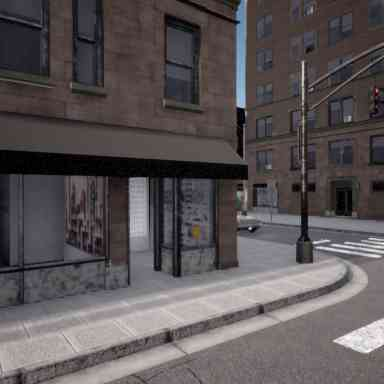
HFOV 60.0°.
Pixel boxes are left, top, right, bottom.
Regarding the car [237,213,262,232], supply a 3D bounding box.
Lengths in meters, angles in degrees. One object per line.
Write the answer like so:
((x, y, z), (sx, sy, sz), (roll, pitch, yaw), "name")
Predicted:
((1.775, 1.593, 19.247), (1.895, 1.301, 4.718), (0, 0, -36), "car")
